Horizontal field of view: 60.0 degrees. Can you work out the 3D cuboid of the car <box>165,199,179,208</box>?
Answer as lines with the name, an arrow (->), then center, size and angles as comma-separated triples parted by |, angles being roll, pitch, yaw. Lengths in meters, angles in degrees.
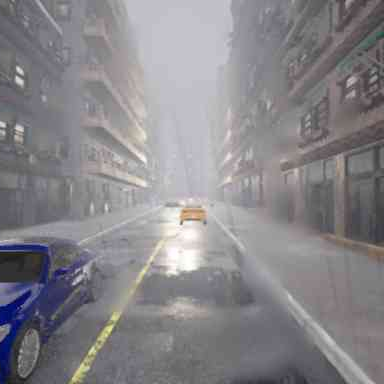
car -> -2.847, 1.651, 48.837 | 1.994, 1.385, 4.181 | 0, 0, 0

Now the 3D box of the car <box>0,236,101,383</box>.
car -> -2.841, 1.532, 5.500 | 1.812, 1.442, 4.674 | 0, 0, 0

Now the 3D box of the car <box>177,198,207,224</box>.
car -> 0.087, 1.515, 25.186 | 1.882, 1.535, 5.008 | 0, 0, 0

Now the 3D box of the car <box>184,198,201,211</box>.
car -> 0.074, 1.564, 43.220 | 2.128, 1.511, 4.902 | 0, 0, 0
